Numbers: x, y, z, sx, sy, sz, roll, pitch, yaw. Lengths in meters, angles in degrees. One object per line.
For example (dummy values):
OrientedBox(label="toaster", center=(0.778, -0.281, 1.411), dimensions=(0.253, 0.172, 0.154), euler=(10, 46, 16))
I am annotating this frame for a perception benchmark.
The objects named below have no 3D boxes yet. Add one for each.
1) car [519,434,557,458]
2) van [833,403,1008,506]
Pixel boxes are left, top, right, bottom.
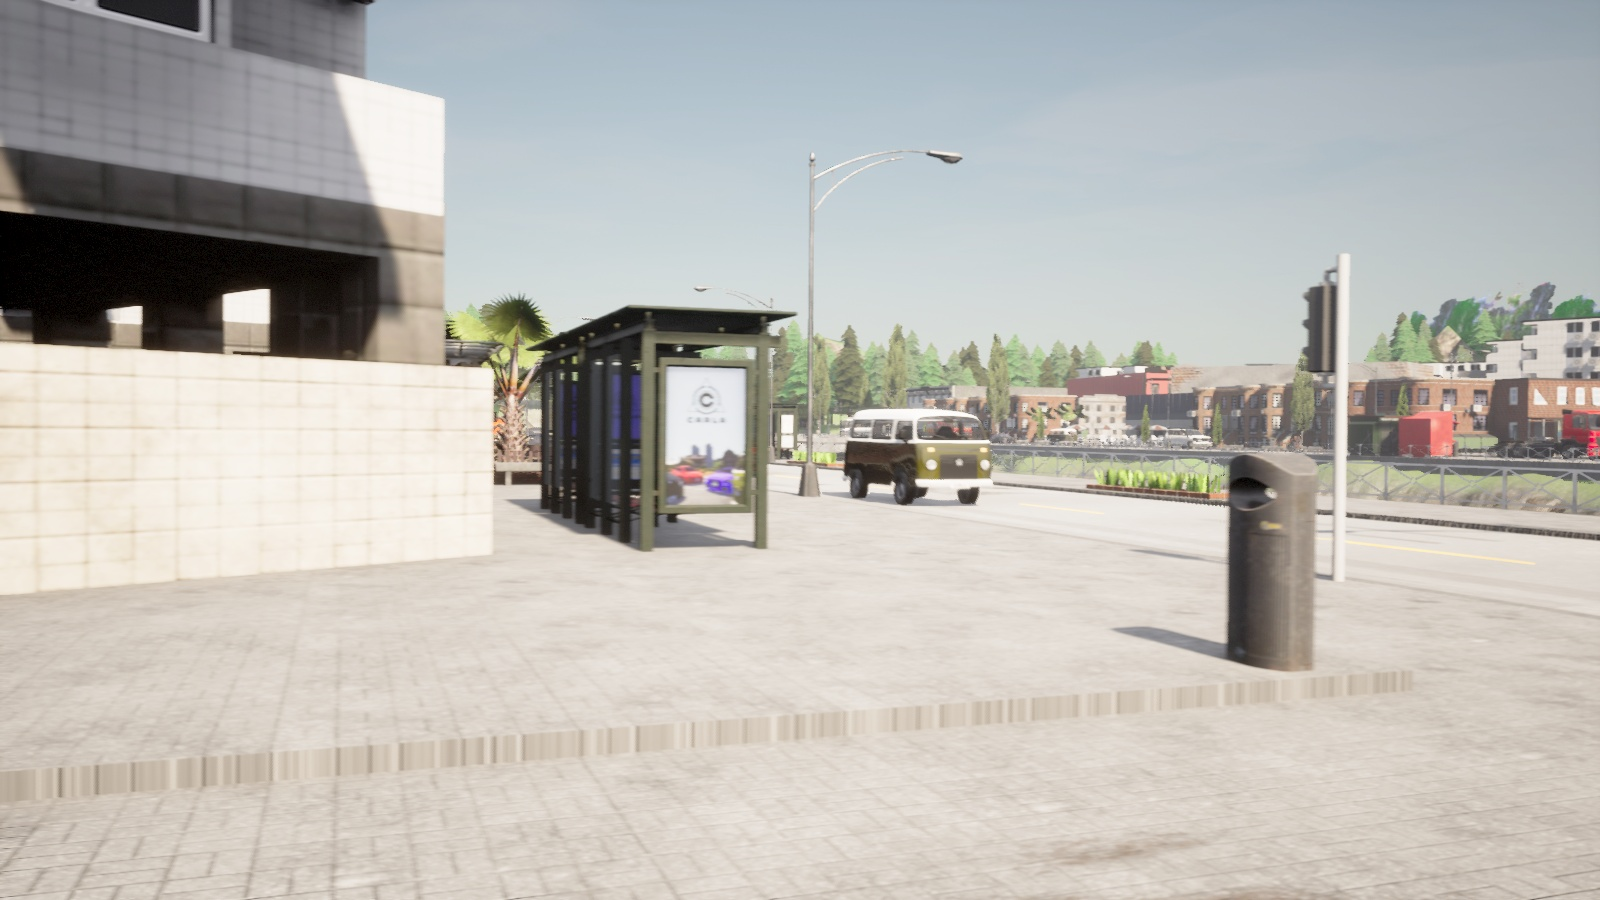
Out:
OrientedBox(label="car", center=(-16.932, -0.273, 81.070), dimensions=(1.845, 1.501, 3.633), euler=(-1, 1, -20))
OrientedBox(label="van", center=(2.508, 0.058, 27.368), dimensions=(2.069, 2.038, 4.480), euler=(-1, 1, -20))
